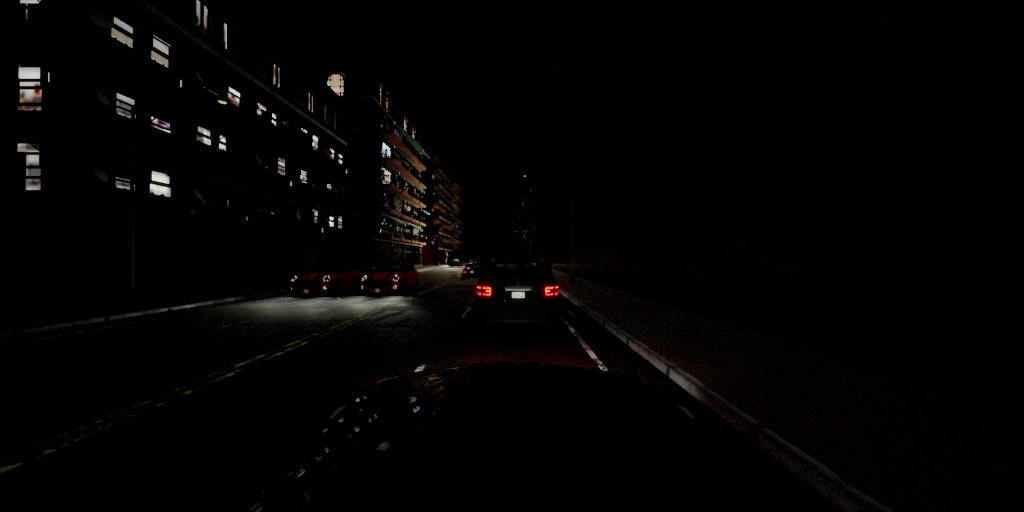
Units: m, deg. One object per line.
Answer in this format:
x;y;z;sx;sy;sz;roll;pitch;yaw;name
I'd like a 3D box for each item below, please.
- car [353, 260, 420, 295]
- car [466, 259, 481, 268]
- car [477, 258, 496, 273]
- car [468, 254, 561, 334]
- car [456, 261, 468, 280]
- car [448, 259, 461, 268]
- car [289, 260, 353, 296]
-6.597;1.105;19.812;2.097;1.767;4.553;0;0;0;car
-6.556;1.300;61.771;2.033;1.411;5.357;0;0;0;car
-3.138;1.106;45.482;2.097;1.767;4.553;0;0;0;car
0.104;0.973;10.765;2.150;2.045;5.566;0;0;-1;car
-3.147;1.300;30.675;2.033;1.411;5.357;0;0;0;car
-9.804;1.245;62.035;2.128;1.511;4.902;0;0;0;car
-9.848;1.105;19.396;2.097;1.767;4.553;0;0;0;car
